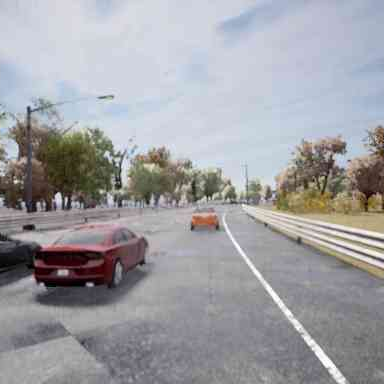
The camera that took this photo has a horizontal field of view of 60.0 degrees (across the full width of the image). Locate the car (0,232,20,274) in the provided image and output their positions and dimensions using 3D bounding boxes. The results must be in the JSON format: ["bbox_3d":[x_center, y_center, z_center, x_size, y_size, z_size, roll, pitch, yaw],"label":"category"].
[{"bbox_3d":[-6.215,1.835,9.648,1.812,1.442,4.674,-1,-1,6],"label":"car"}]

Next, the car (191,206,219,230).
[{"bbox_3d":[1.050,1.914,26.172,2.097,1.767,4.553,-1,-1,4],"label":"car"}]

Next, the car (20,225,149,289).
[{"bbox_3d":[-2.664,1.726,9.981,1.882,1.535,5.008,-1,-1,6],"label":"car"}]
